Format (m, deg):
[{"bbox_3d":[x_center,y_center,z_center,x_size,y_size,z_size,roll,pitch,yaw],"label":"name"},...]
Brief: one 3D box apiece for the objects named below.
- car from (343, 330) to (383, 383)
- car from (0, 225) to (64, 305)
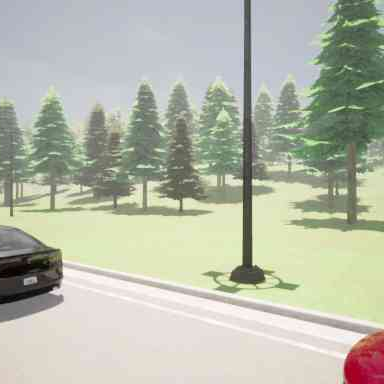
[{"bbox_3d":[3.402,1.478,1.544,5.008,1.535,1.882,0,0,36],"label":"car"},{"bbox_3d":[-4.982,1.478,7.544,5.008,1.535,1.882,0,0,36],"label":"car"}]
